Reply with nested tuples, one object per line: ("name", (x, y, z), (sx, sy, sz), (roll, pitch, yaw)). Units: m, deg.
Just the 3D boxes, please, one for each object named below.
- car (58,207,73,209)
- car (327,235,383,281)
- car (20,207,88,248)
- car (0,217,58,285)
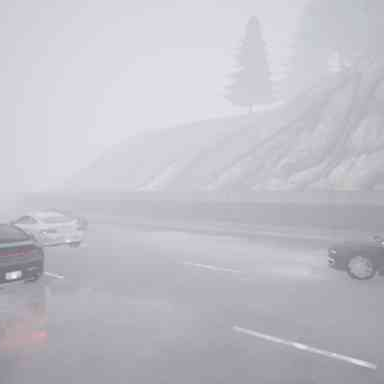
("car", (-8.058, 1.600, 20.134), (4.181, 1.385, 1.994), (0, 0, 43))
("car", (6.031, 1.536, 8.375), (4.892, 1.490, 1.837), (0, 0, 36))
("car", (-6.280, 1.549, 13.742), (4.674, 1.442, 1.812), (0, 0, 41))
("car", (-5.649, 1.517, 8.598), (4.892, 1.490, 1.837), (0, 0, 39))
